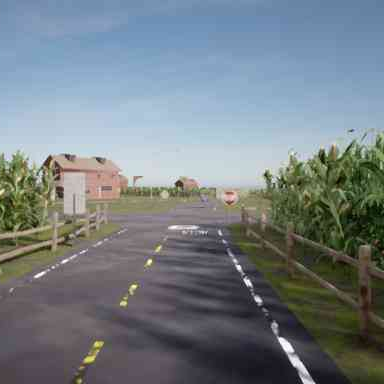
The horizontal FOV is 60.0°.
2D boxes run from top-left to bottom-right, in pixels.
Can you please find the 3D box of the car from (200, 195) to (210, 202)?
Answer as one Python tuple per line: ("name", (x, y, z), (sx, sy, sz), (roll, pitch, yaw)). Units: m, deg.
("car", (3.103, 1.529, 77.611), (1.812, 1.442, 4.674), (0, 0, 9))
